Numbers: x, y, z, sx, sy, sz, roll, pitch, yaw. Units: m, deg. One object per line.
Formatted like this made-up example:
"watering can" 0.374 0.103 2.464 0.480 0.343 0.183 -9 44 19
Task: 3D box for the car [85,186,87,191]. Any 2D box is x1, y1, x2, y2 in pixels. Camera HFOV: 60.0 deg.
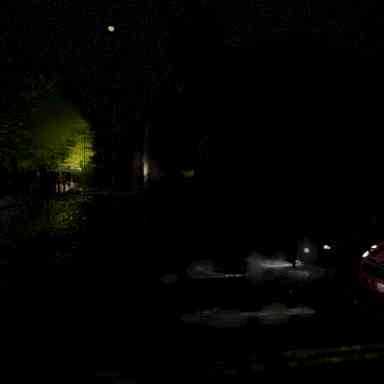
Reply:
"car" -29.411 -0.319 87.342 1.947 1.339 4.313 2 1 -11

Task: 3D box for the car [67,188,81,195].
"car" -26.997 -0.076 74.992 2.008 1.369 4.403 2 1 -11

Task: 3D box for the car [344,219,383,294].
"car" 6.043 1.335 7.159 4.553 1.767 2.097 0 0 -11

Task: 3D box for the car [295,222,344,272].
"car" 5.387 1.551 10.342 4.181 1.385 1.994 0 0 -11
